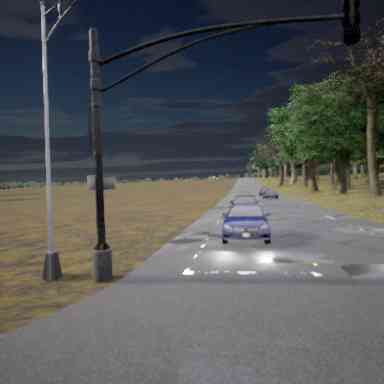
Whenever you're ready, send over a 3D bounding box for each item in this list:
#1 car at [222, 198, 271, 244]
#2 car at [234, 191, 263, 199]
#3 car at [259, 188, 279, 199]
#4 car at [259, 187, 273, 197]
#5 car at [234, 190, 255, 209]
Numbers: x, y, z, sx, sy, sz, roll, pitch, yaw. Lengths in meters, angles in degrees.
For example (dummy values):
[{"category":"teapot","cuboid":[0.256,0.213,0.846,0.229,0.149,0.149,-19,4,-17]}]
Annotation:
[{"category":"car","cuboid":[2.337,1.239,14.273,1.812,1.442,4.674,-1,1,10]},{"category":"car","cuboid":[3.726,0.973,23.372,1.882,1.535,5.008,-2,1,9]},{"category":"car","cuboid":[11.167,0.269,47.412,1.994,1.385,4.181,-2,1,7]},{"category":"car","cuboid":[12.666,-0.035,57.292,1.994,1.385,4.181,-2,2,9]},{"category":"car","cuboid":[5.280,0.700,33.469,1.882,1.535,5.008,-2,2,9]}]
